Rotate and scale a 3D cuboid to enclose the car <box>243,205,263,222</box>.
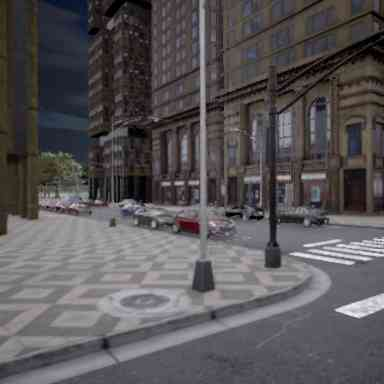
[{"bbox_3d":[4.305,1.739,28.432,1.947,1.339,4.313,-1,0,-36],"label":"car"}]

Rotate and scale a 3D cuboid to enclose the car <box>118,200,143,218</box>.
[{"bbox_3d":[-5.233,1.774,31.673,1.812,1.442,4.674,0,0,-36],"label":"car"}]

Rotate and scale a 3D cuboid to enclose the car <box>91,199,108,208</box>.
[{"bbox_3d":[-15.534,1.956,56.059,1.802,1.307,4.206,-1,0,-36],"label":"car"}]

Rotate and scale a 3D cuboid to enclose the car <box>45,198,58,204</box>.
[{"bbox_3d":[-35.374,2.211,83.687,1.887,1.381,4.507,-1,0,-36],"label":"car"}]

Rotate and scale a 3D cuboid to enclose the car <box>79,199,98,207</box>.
[{"bbox_3d":[-18.841,1.967,60.665,2.008,1.369,4.403,-1,0,-36],"label":"car"}]

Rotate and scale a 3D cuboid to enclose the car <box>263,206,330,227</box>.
[{"bbox_3d":[7.613,1.703,23.826,2.008,1.369,4.403,-1,0,-36],"label":"car"}]

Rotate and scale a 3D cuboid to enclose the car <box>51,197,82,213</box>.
[{"bbox_3d":[-15.863,1.790,41.900,1.967,1.590,4.097,-1,0,-36],"label":"car"}]

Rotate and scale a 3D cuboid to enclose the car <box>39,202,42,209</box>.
[{"bbox_3d":[-22.477,1.982,51.111,2.008,1.369,4.403,-1,0,-36],"label":"car"}]

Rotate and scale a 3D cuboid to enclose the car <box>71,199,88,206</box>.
[{"bbox_3d":[-22.147,2.010,65.269,2.008,1.369,4.403,-1,0,-36],"label":"car"}]

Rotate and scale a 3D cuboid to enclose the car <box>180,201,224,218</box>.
[{"bbox_3d":[0.900,1.724,33.173,1.752,1.417,4.829,-1,0,-36],"label":"car"}]

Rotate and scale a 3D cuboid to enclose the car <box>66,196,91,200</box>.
[{"bbox_3d":[-17.124,1.617,48.399,2.150,2.045,5.566,0,0,-36],"label":"car"}]

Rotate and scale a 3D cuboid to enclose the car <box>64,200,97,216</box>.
[{"bbox_3d":[-12.556,1.896,37.297,1.802,1.307,4.206,-1,0,-36],"label":"car"}]

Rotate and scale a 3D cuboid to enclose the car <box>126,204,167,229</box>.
[{"bbox_3d":[-2.637,1.780,23.484,2.008,1.369,4.403,-1,0,-36],"label":"car"}]

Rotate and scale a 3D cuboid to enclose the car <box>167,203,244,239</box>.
[{"bbox_3d":[0.670,1.649,18.878,1.967,1.590,4.097,-1,0,-36],"label":"car"}]

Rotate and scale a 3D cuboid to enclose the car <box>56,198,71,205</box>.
[{"bbox_3d":[-28.761,2.105,74.478,2.008,1.369,4.403,-1,0,-36],"label":"car"}]

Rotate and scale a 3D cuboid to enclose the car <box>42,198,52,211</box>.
[{"bbox_3d":[-19.171,1.829,46.506,1.967,1.590,4.097,-1,0,-36],"label":"car"}]
